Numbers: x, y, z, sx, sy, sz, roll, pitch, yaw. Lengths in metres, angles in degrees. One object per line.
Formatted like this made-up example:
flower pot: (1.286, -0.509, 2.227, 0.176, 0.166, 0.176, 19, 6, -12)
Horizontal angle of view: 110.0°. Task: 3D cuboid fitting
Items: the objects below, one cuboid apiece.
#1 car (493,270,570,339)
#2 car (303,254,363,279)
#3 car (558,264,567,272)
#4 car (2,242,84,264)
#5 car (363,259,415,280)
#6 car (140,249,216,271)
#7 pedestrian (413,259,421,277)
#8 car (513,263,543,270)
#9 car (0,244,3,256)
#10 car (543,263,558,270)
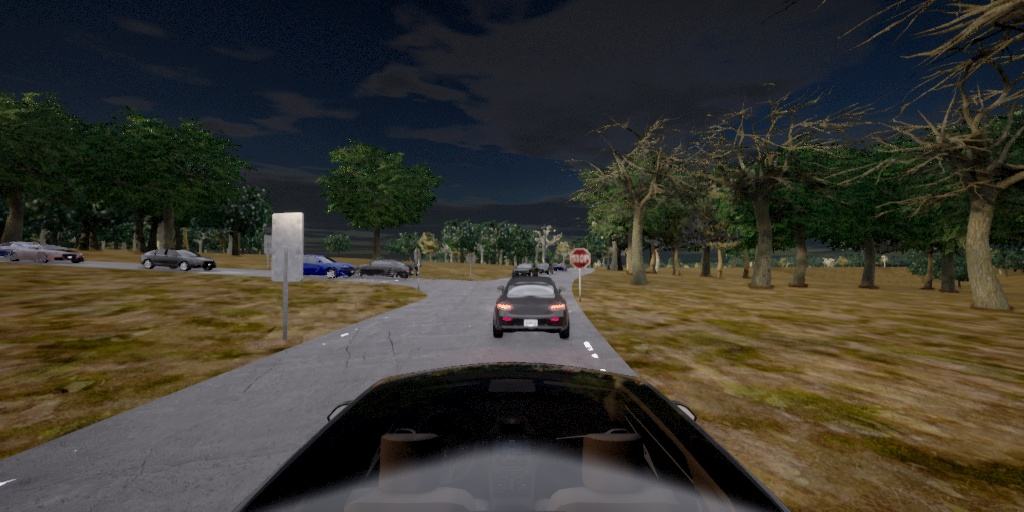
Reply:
car: (0.538, 1.280, 10.018, 1.812, 1.442, 4.674, 0, 0, 3)
car: (-13.196, 0.693, 24.404, 5.008, 1.535, 1.882, 2, -1, 6)
car: (7.690, 1.922, 57.607, 1.895, 1.301, 4.718, 0, -1, 16)
car: (-35.046, -0.167, 27.083, 4.181, 1.385, 1.994, 2, -1, 7)
car: (-9.638, 0.944, 26.908, 4.674, 1.442, 1.812, 2, -1, 12)
car: (-23.838, 0.261, 25.697, 4.892, 1.490, 1.837, 2, -1, 7)
pedestrian: (-8.021, 0.846, 30.159, 0.375, 1.860, 0.375, 0, -4, 7)
car: (1.454, 1.452, 36.268, 1.882, 1.535, 5.008, 0, -1, 16)
car: (-42.972, -0.489, 31.189, 4.674, 1.442, 1.812, 3, -1, 7)
car: (4.183, 1.634, 45.925, 1.837, 1.490, 4.892, 0, -1, 17)
